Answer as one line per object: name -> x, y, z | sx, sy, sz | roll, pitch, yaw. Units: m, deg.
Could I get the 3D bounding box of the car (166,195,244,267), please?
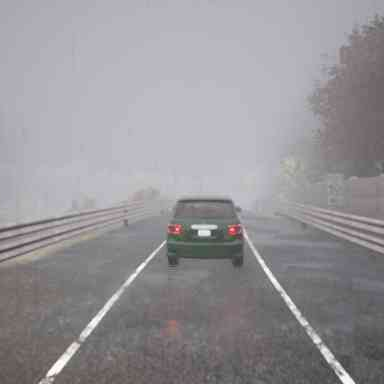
car -> 0.483, 1.095, 11.112 | 2.150, 2.045, 5.566 | 0, 1, 4

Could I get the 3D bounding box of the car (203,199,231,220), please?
car -> 2.031, 1.319, 25.753 | 1.994, 1.385, 4.181 | 0, 0, 6
